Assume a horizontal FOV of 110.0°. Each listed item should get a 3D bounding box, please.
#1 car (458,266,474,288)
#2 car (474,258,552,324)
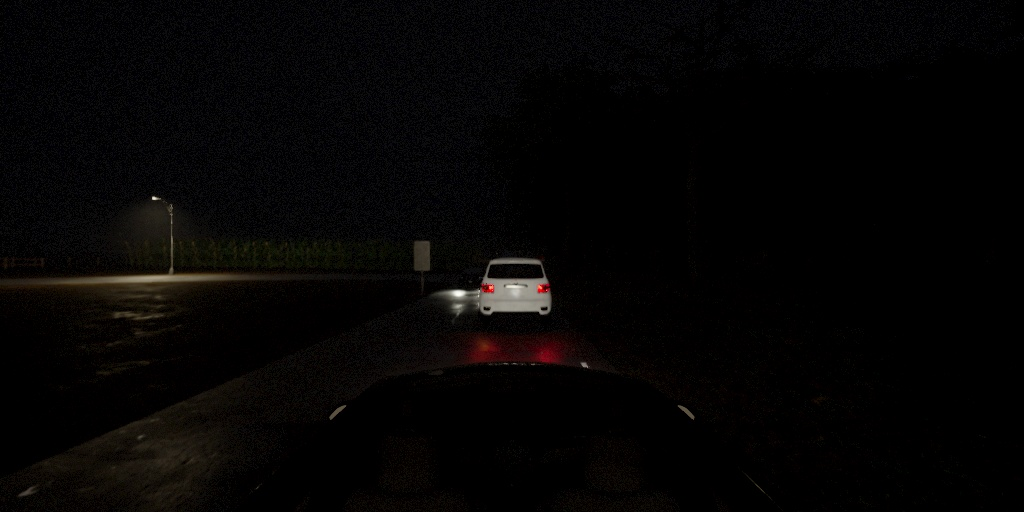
[{"bbox_3d":[-2.747,1.472,26.220,1.882,1.535,5.008,0,-1,0],"label":"car"},{"bbox_3d":[0.101,1.094,12.604,2.150,2.045,5.566,0,0,0],"label":"car"}]
